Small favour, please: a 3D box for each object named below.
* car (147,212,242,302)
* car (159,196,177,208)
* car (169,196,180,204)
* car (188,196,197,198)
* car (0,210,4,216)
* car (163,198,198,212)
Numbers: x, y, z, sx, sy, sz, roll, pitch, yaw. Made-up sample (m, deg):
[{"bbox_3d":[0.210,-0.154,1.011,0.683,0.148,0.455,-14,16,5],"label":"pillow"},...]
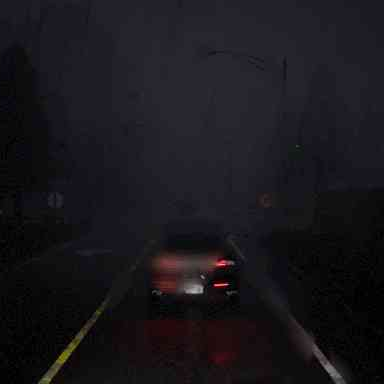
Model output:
[{"bbox_3d":[0.065,1.492,8.242,2.128,1.511,4.902,0,0,1],"label":"car"},{"bbox_3d":[-3.524,1.526,46.841,1.812,1.442,4.674,0,0,0],"label":"car"},{"bbox_3d":[-3.445,1.564,66.101,1.994,1.385,4.181,0,0,1],"label":"car"},{"bbox_3d":[0.091,1.491,69.472,2.128,1.511,4.902,0,0,0],"label":"car"},{"bbox_3d":[-17.306,1.616,25.668,4.718,1.301,1.895,0,0,-1],"label":"car"},{"bbox_3d":[-0.847,1.562,32.977,1.994,1.385,4.181,0,0,20],"label":"car"}]
